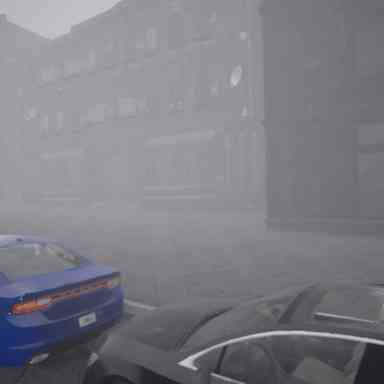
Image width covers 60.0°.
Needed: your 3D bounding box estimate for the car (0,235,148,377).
[{"bbox_3d":[-3.363,1.479,5.662,5.008,1.535,2.097,0,0,35],"label":"car"}]
